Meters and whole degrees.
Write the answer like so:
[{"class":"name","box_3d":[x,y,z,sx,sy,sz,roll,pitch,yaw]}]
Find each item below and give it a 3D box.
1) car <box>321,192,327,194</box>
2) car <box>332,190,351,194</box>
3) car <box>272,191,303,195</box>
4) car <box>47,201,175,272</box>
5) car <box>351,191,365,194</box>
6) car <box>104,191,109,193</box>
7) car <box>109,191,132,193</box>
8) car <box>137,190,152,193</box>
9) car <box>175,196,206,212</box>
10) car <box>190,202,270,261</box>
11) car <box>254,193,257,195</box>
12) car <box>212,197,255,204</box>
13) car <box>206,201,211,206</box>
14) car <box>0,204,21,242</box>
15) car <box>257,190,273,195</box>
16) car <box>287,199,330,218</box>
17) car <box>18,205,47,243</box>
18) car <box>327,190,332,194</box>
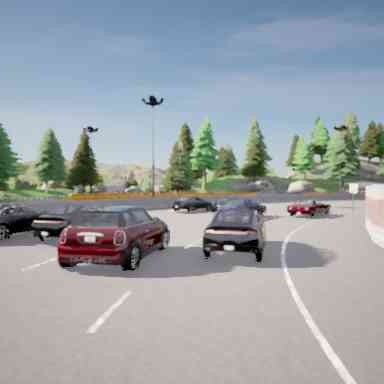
[{"class":"car","box_3d":[30.024,0.257,70.756,5.008,1.535,1.882,-1,1,-7]},{"class":"car","box_3d":[30.203,0.359,63.734,5.008,1.535,1.882,-1,1,-7]},{"class":"car","box_3d":[16.715,0.639,56.600,4.892,1.490,1.837,-1,1,-21]},{"class":"car","box_3d":[-2.212,1.208,10.612,2.097,1.767,4.553,0,1,11]},{"class":"car","box_3d":[32.273,0.369,60.448,5.008,1.535,1.882,-1,1,-6]},{"class":"car","box_3d":[-19.796,0.426,79.137,1.882,1.535,5.008,0,1,11]},{"class":"car","box_3d":[-16.591,0.512,77.349,2.033,1.411,5.357,0,1,11]},{"class":"car","box_3d":[-12.585,0.294,92.765,2.128,1.511,4.902,0,1,18]},{"class":"car","box_3d":[0.026,1.100,31.377,1.812,1.442,4.674,0,1,37]},{"class":"car","box_3d":[1.632,1.334,11.732,2.128,1.511,4.902,0,1,14]},{"class":"car","box_3d":[14.997,0.547,63.553,4.892,1.490,1.837,-1,1,-20]},{"class":"car","box_3d":[3.844,1.210,25.010,2.033,1.411,5.357,0,1,34]},{"class":"car","box_3d":[3.520,1.157,30.124,1.994,1.385,4.181,1,1,38]},{"class":"car","box_3d":[-8.239,1.288,15.218,2.128,1.511,4.902,0,1,15]},{"class":"car","box_3d":[14.607,0.616,59.515,4.892,1.490,1.837,-1,1,-22]},{"class":"car","box_3d":[9.362,1.245,26.390,1.895,1.301,4.718,1,1,40]},{"class":"car","box_3d":[-4.786,1.295,14.639,2.128,1.511,4.902,0,1,16]},{"class":"car","box_3d":[30.456,0.349,67.281,4.674,1.442,1.812,-1,1,-7]}]
